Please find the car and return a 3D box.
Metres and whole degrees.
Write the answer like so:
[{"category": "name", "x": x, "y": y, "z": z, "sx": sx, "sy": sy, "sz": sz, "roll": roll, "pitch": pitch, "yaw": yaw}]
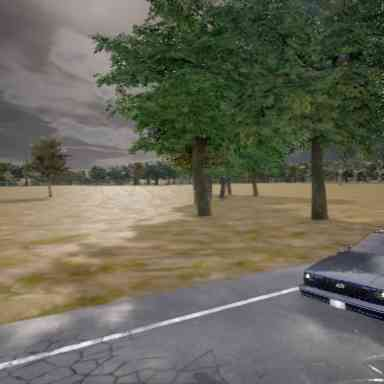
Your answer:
[{"category": "car", "x": 4.696, "y": 1.532, "z": 7.215, "sx": 5.357, "sy": 1.411, "sz": 2.033, "roll": 0, "pitch": 0, "yaw": -34}]
